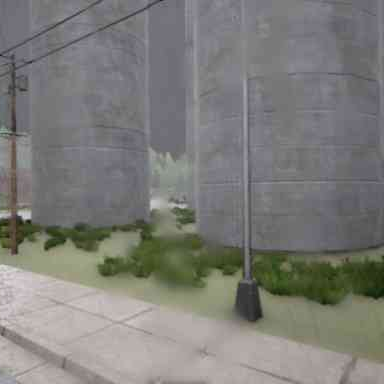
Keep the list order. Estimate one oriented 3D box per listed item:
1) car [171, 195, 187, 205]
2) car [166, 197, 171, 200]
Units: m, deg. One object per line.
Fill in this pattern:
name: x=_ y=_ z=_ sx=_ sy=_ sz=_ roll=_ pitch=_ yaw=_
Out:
car: x=-1.547 y=1.587 z=67.231 sx=3.866 sy=1.878 sz=1.905 roll=-1 pitch=0 yaw=37
car: x=-5.039 y=1.901 z=85.099 sx=3.905 sy=1.438 sz=1.784 roll=-1 pitch=0 yaw=37
